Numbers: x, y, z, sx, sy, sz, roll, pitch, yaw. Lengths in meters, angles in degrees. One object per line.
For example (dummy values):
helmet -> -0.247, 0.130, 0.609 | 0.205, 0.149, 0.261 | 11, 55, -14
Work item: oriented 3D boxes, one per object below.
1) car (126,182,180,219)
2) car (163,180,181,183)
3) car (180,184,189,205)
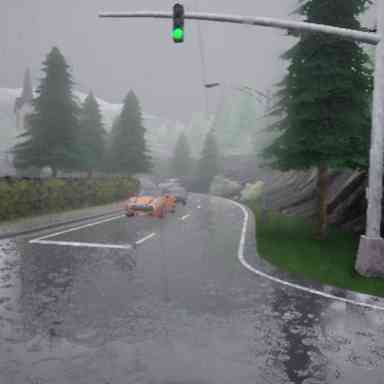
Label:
car -> -2.325, 0.502, 19.803 | 2.097, 1.767, 4.553 | 2, 2, 8
car -> -3.819, -1.121, 57.021 | 2.150, 2.045, 5.566 | 0, 3, -34
car -> -1.365, 0.297, 29.597 | 1.837, 1.490, 4.892 | 2, 2, 1
